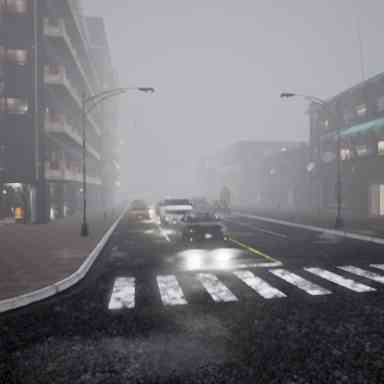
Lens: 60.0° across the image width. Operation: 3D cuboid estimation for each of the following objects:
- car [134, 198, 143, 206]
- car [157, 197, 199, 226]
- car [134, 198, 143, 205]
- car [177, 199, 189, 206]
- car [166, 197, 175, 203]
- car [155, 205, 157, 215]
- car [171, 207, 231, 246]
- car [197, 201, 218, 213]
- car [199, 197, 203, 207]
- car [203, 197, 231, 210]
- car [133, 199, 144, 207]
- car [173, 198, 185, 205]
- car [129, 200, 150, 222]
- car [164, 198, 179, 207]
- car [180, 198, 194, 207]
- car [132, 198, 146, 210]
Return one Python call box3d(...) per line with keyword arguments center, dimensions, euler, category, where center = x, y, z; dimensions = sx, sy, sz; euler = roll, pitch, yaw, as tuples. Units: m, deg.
box3d(center=(-11.023, 2.057, 68.564), dimensions=(1.887, 1.381, 4.507), euler=(-1, 0, -9), category="car")
box3d(center=(-1.193, 1.372, 25.069), dimensions=(2.150, 2.045, 5.566), euler=(-1, 0, -9), category="car")
box3d(center=(-11.950, 2.107, 74.166), dimensions=(2.008, 1.369, 4.403), euler=(-1, 0, -9), category="car")
box3d(center=(-1.824, 1.967, 64.304), dimensions=(1.802, 1.307, 4.206), euler=(-1, 0, -9), category="car")
box3d(center=(-5.560, 2.088, 86.876), dimensions=(1.752, 1.417, 4.829), euler=(-1, 0, -9), category="car")
box3d(center=(-2.880, 1.705, 35.373), dimensions=(1.882, 1.535, 5.008), euler=(-1, 0, -9), category="car")
box3d(center=(0.365, 1.644, 15.675), dimensions=(1.994, 1.385, 4.181), euler=(-1, 0, -9), category="car")
box3d(center=(1.884, 1.795, 41.900), dimensions=(1.802, 1.307, 4.206), euler=(-1, 0, -9), category="car")
box3d(center=(-0.523, 1.724, 40.631), dimensions=(2.128, 1.511, 4.902), euler=(-1, 0, -9), category="car")
box3d(center=(2.829, 1.610, 36.305), dimensions=(1.967, 1.590, 4.097), euler=(-1, 0, -9), category="car")
box3d(center=(-10.096, 2.035, 62.963), dimensions=(1.947, 1.339, 4.313), euler=(-1, 0, -9), category="car")
box3d(center=(-2.751, 2.011, 69.905), dimensions=(1.802, 1.307, 4.206), euler=(-1, 0, -9), category="car")
box3d(center=(-4.580, 1.736, 29.177), dimensions=(1.752, 1.417, 4.829), euler=(-1, 0, -9), category="car")
box3d(center=(-3.708, 1.871, 59.854), dimensions=(2.128, 1.511, 4.902), euler=(-1, 0, -9), category="car")
box3d(center=(-0.926, 1.869, 58.872), dimensions=(1.752, 1.417, 4.829), euler=(-1, 0, -9), category="car")
box3d(center=(-8.251, 1.822, 51.761), dimensions=(1.967, 1.590, 4.097), euler=(-1, 0, -9), category="car")
